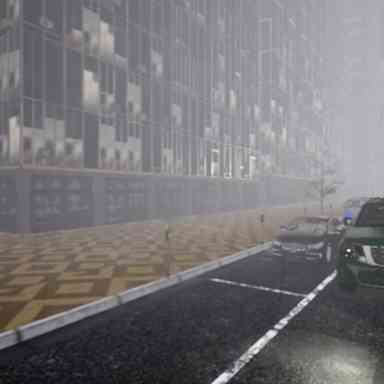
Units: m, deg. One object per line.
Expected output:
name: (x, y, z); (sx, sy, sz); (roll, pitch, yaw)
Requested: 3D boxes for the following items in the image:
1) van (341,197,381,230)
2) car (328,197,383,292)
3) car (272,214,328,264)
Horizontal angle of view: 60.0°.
van: (10.717, 1.235, 20.934); (1.690, 1.788, 3.998); (0, 0, 35)
car: (5.256, 1.181, 8.360); (2.150, 2.045, 5.566); (0, 0, 35)
car: (4.222, 1.499, 11.585); (2.008, 1.369, 4.403); (0, 0, 35)
